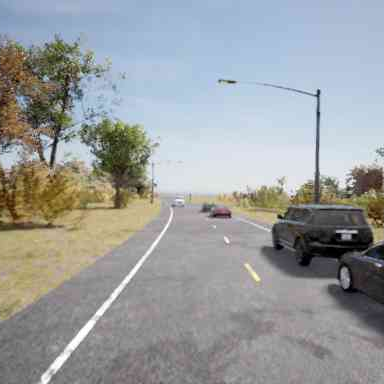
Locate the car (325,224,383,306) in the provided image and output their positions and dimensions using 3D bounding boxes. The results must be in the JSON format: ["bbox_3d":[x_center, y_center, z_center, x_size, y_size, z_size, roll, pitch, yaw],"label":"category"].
[{"bbox_3d":[4.590,1.691,6.594,1.837,1.490,4.892,1,-1,1],"label":"car"}]

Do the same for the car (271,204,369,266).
[{"bbox_3d":[4.636,1.473,12.661,2.150,2.045,5.566,1,-1,0],"label":"car"}]

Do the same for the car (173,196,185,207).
[{"bbox_3d":[-2.569,1.841,64.946,2.150,2.045,5.566,1,-1,-5],"label":"car"}]

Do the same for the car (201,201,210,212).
[{"bbox_3d":[2.429,2.057,47.332,2.128,1.511,4.902,1,0,-4],"label":"car"}]

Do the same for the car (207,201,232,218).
[{"bbox_3d":[3.104,2.031,36.332,1.994,1.385,4.181,1,-1,-2],"label":"car"}]
